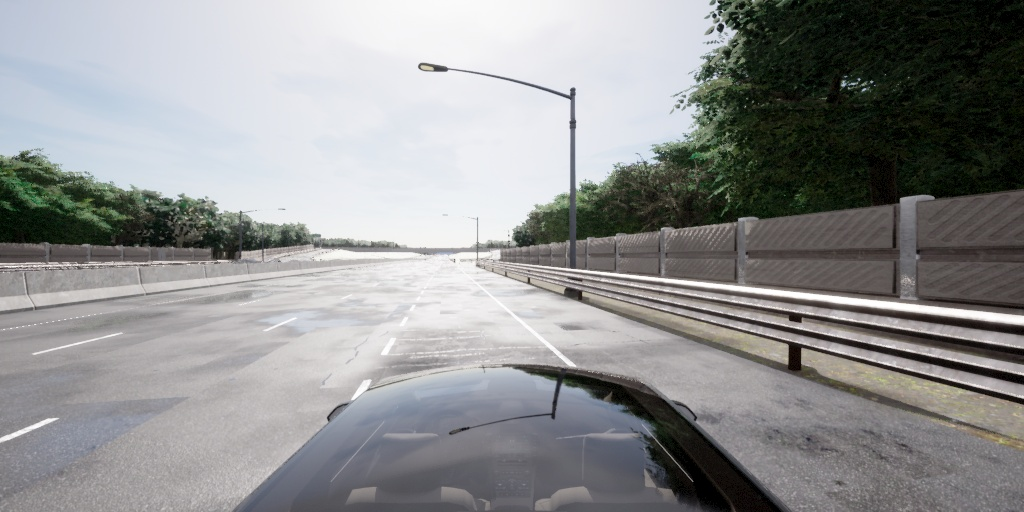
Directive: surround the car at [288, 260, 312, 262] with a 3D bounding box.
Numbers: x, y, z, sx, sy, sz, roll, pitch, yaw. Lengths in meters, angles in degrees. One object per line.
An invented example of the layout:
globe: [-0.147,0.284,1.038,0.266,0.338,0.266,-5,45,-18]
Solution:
car: [-30.718,1.291,53.056,2.128,1.511,4.902,0,0,-10]
